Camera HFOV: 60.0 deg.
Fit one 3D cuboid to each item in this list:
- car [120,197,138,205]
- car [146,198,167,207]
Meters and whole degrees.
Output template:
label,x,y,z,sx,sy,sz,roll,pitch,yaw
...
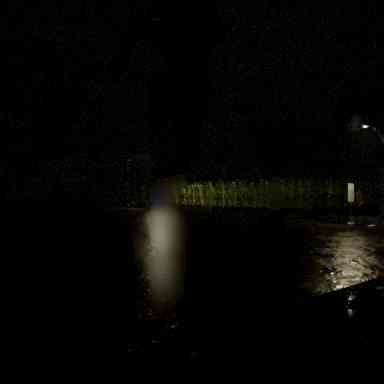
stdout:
label,x,y,z,sx,sy,sz,roll,pitch,yaw
car,-11.810,1.685,62.120,1.837,1.490,4.892,-1,0,-36
car,-5.731,1.665,53.926,1.812,1.442,4.674,-1,0,-36
